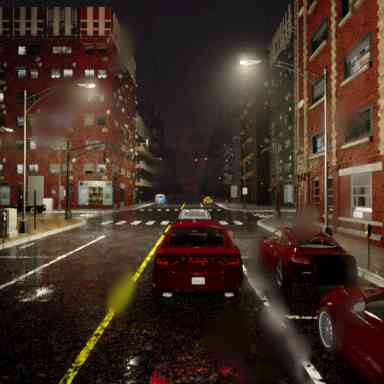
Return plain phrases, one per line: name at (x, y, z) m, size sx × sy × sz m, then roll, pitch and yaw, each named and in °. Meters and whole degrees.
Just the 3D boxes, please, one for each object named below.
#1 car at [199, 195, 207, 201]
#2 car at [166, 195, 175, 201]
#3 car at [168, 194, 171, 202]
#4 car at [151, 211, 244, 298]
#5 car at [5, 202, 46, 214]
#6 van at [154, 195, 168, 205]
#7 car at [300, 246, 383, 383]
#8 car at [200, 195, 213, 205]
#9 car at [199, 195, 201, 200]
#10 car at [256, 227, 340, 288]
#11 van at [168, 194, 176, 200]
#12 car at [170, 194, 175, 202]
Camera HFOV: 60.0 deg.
car at (2.846, 1.596, 86.421) m, size 1.947 × 1.339 × 4.313 m, roll 1°, pitch 0°, yaw 0°
car at (-5.533, 1.581, 86.474) m, size 2.008 × 1.369 × 4.403 m, roll 1°, pitch 0°, yaw 0°
car at (-5.572, 1.602, 63.865) m, size 1.802 × 1.307 × 4.206 m, roll 1°, pitch 0°, yaw 0°
car at (0.112, 1.480, 8.588) m, size 1.882 × 1.535 × 5.008 m, roll 0°, pitch 0°, yaw 0°
car at (-18.648, 1.729, 37.324) m, size 4.313 × 1.339 × 1.947 m, roll 0°, pitch -1°, yaw 0°
van at (-5.578, 1.359, 58.213) m, size 1.690 × 1.788 × 3.998 m, roll 1°, pitch 0°, yaw 0°
car at (2.673, 1.583, 3.250) m, size 1.802 × 1.307 × 4.206 m, roll 1°, pitch 0°, yaw 0°
car at (2.799, 1.543, 58.329) m, size 1.752 × 1.417 × 4.829 m, roll 1°, pitch 0°, yaw 0°
car at (2.837, 1.572, 80.770) m, size 1.887 × 1.381 × 4.507 m, roll 1°, pitch 0°, yaw 0°
car at (2.852, 1.584, 8.906) m, size 1.802 × 1.307 × 4.206 m, roll 1°, pitch 0°, yaw 0°
van at (-5.521, 1.375, 92.126) m, size 1.690 × 1.788 × 3.998 m, roll 1°, pitch 0°, yaw 0°
car at (-5.553, 1.607, 75.169) m, size 1.802 × 1.307 × 4.206 m, roll 1°, pitch 0°, yaw 0°
